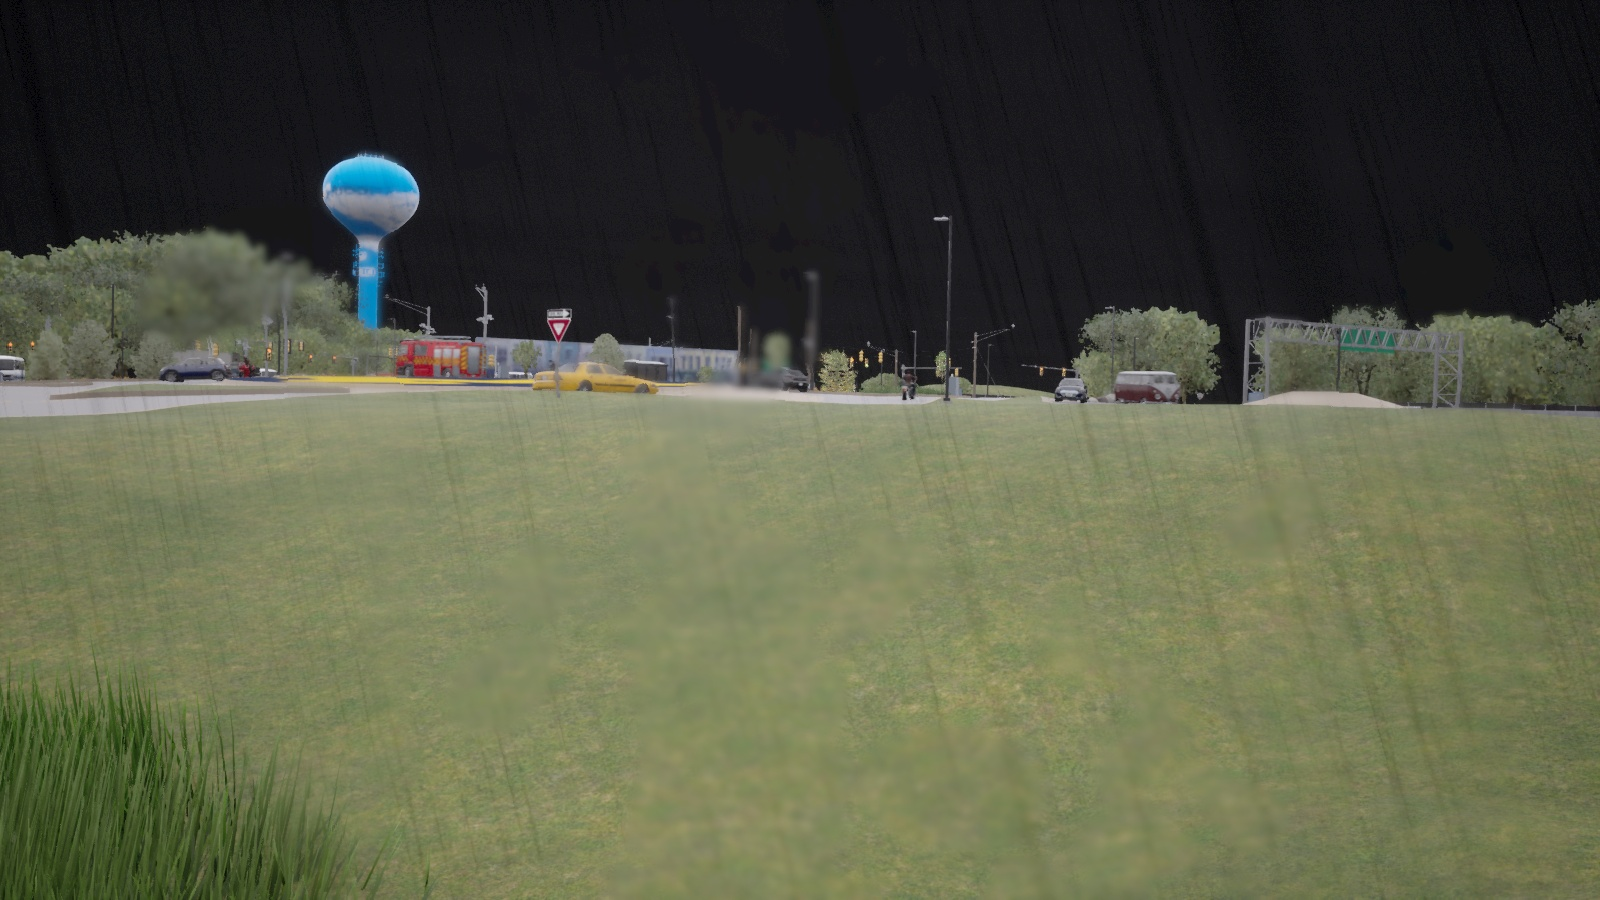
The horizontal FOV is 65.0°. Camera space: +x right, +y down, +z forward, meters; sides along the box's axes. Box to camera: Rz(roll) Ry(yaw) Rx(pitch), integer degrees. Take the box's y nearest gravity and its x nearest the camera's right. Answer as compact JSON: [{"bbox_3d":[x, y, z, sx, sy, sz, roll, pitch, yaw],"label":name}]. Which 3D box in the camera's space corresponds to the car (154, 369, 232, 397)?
[{"bbox_3d":[-36.212,-4.027,75.051,3.806,1.475,1.970,-4,4,-14],"label":"car"}]

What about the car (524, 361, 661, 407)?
[{"bbox_3d":[-8.068,-2.549,49.348,1.801,1.575,5.366,0,1,42],"label":"car"}]

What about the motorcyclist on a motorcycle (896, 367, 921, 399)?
[{"bbox_3d":[5.739,-3.549,66.361,0.766,1.649,2.350,1,4,18],"label":"motorcyclist on a motorcycle"}]

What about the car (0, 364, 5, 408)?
[{"bbox_3d":[-26.544,-1.976,39.563,1.812,1.442,4.674,-3,5,-24],"label":"car"}]

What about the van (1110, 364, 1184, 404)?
[{"bbox_3d":[17.734,-3.421,64.329,1.775,1.987,4.442,-1,4,-12],"label":"van"}]

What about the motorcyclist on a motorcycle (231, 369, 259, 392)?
[{"bbox_3d":[-36.736,-4.610,83.160,0.797,1.523,2.044,0,4,2],"label":"motorcyclist on a motorcycle"}]

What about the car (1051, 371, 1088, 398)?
[{"bbox_3d":[17.658,-4.310,82.119,2.033,1.649,4.856,2,4,15],"label":"car"}]

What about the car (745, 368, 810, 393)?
[{"bbox_3d":[-1.464,-4.418,79.930,1.816,1.474,4.193,-1,4,-42],"label":"car"}]
